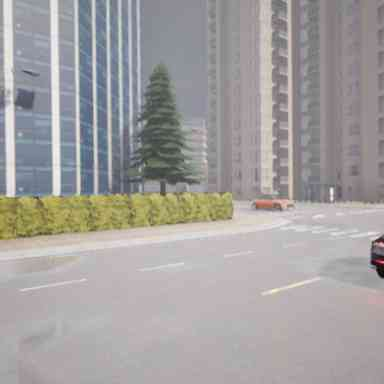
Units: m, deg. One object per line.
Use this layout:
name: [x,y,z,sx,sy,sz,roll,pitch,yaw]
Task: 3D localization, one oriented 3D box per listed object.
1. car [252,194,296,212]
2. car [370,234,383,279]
car: [8.270,1.037,33.877,2.097,1.767,4.553,-1,1,-35]
car: [6.345,1.353,8.266,4.902,1.511,2.128,-1,1,-35]
